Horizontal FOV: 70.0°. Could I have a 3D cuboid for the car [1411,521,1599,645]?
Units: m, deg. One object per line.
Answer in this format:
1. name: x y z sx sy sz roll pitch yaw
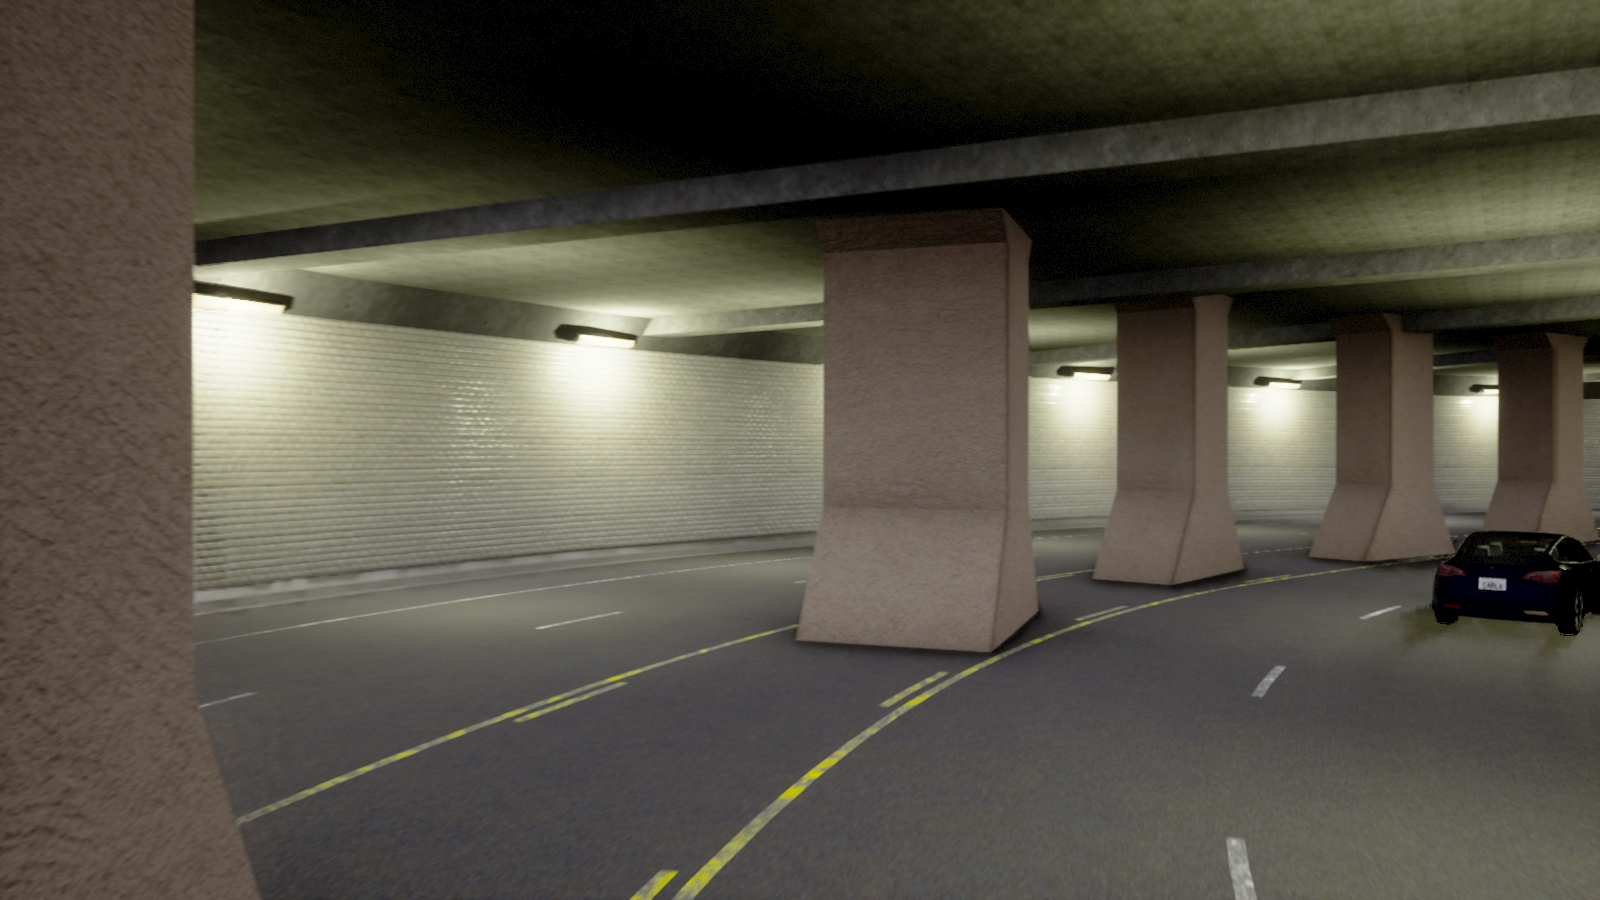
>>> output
1. car: 12.024 2.074 18.998 2.163 1.488 4.792 0 0 43
